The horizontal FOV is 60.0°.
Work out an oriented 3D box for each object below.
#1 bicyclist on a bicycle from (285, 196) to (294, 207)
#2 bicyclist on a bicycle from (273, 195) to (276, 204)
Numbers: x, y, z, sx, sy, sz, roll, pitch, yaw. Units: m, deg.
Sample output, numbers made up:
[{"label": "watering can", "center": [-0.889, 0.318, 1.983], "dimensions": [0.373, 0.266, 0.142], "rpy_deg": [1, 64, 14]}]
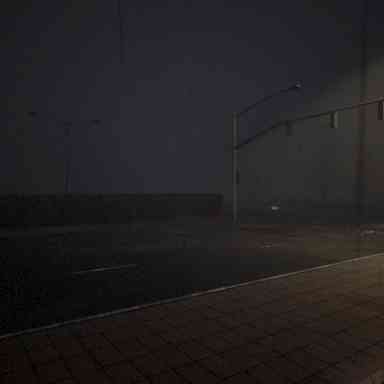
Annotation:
[{"label": "bicyclist on a bicycle", "center": [14.378, 1.453, 49.104], "dimensions": [1.656, 1.620, 0.582], "rpy_deg": [0, 0, -22]}, {"label": "bicyclist on a bicycle", "center": [13.415, 1.300, 54.019], "dimensions": [0.582, 1.620, 1.656], "rpy_deg": [0, 0, 22]}]
